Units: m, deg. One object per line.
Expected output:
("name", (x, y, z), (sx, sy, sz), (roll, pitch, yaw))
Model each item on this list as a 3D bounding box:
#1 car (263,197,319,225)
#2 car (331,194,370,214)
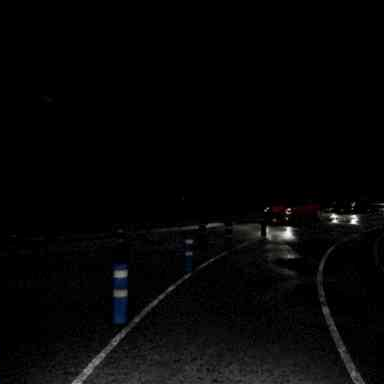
("car", (6.692, 1.148, 22.275), (2.097, 1.767, 4.553), (1, 1, 45))
("car", (14.443, 0.962, 30.175), (2.097, 1.767, 4.553), (1, 2, 45))
